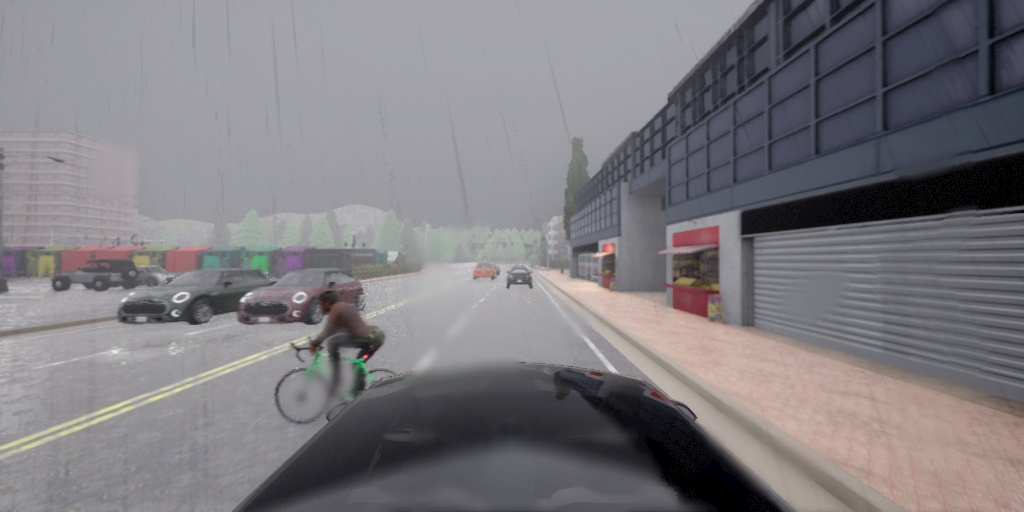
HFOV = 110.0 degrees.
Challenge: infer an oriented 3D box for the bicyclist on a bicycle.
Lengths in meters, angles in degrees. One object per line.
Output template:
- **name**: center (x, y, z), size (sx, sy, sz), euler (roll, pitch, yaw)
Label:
- **bicyclist on a bicycle**: center (-2.053, 1.232, 4.324), size (1.656, 1.620, 0.582), euler (0, -1, 1)

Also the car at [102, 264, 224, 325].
- **car**: center (-10.399, 1.222, 12.360), size (2.097, 1.767, 4.553), euler (0, -1, 1)

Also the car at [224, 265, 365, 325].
- **car**: center (-6.899, 1.225, 12.304), size (2.097, 1.767, 4.553), euler (0, -1, 1)

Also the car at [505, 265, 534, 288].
- **car**: center (0.558, 1.583, 27.054), size (1.812, 1.442, 4.674), euler (0, -1, 1)

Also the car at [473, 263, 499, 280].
- **car**: center (-2.759, 1.531, 37.290), size (2.097, 1.767, 4.553), euler (0, -1, 1)
